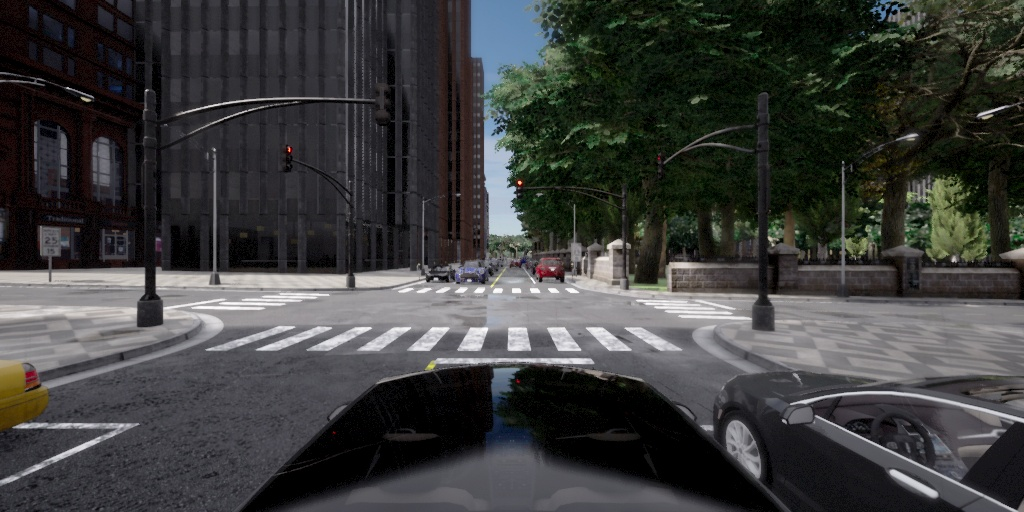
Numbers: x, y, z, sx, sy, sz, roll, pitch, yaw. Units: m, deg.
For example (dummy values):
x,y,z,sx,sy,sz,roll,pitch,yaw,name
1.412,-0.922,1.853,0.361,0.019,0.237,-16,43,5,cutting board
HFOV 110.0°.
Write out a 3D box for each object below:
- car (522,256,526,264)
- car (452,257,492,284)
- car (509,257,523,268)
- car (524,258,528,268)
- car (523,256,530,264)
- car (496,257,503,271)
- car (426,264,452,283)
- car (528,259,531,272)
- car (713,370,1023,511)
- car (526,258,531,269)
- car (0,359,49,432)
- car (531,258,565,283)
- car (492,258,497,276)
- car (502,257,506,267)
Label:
x,y,z,sx,sy,sz,roll,pitch,yaw,name
3.229,1.233,61.126,1.967,1.591,4.097,0,0,0,car
-2.904,1.110,26.850,2.097,1.767,4.553,0,0,0,car
0.554,1.319,61.261,1.812,1.442,4.674,0,0,0,car
3.143,1.332,50.214,2.007,1.370,4.403,0,0,0,car
3.186,1.227,55.670,1.967,1.591,4.097,0,0,0,car
-2.734,1.270,47.491,2.128,1.511,4.902,0,0,0,car
-5.554,1.325,28.447,1.948,1.339,4.313,0,0,0,car
3.057,1.336,39.301,1.948,1.339,4.313,0,0,0,car
2.760,1.300,1.725,2.007,1.370,4.403,0,0,0,car
3.100,1.326,44.757,2.007,1.370,4.403,0,0,0,car
-5.766,1.275,1.613,1.751,1.417,4.829,0,0,0,car
2.971,1.074,28.389,2.192,1.841,5.009,0,0,0,car
-2.824,1.272,36.984,1.837,1.490,4.892,0,0,1,car
-2.518,1.388,63.142,1.994,1.385,4.181,0,0,0,car
